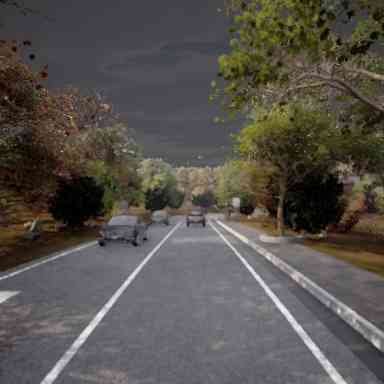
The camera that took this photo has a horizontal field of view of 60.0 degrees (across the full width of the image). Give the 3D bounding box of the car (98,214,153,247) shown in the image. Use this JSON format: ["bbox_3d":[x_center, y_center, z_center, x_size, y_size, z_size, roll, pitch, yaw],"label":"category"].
[{"bbox_3d":[-3.434,1.919,17.327,1.837,1.490,4.892,0,-3,1],"label":"car"}]

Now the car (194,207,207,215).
[{"bbox_3d":[1.983,4.337,78.205,2.097,1.767,4.553,1,-2,14],"label":"car"}]

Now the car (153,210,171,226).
[{"bbox_3d":[-3.237,2.673,34.242,1.837,1.490,4.892,0,-3,1],"label":"car"}]

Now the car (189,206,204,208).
[{"bbox_3d":[0.525,2.887,45.148,2.150,2.045,5.566,0,-2,3],"label":"car"}]

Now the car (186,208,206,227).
[{"bbox_3d":[0.389,2.615,33.119,2.128,1.511,4.902,0,-3,1],"label":"car"}]
